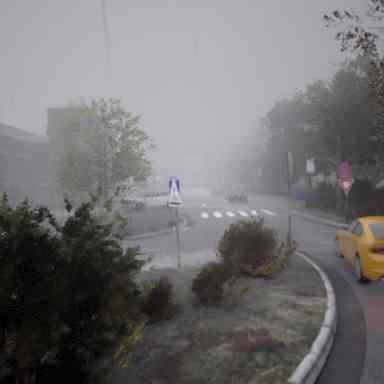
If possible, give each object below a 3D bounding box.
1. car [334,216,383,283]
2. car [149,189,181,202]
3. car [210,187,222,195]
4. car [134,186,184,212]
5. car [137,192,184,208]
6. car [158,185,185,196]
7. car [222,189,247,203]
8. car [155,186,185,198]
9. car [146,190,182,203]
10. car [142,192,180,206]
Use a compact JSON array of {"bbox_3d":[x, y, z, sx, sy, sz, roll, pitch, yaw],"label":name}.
[{"bbox_3d":[5.404,1.420,9.444,1.882,1.535,5.008,-2,0,15],"label":"car"},{"bbox_3d":[-4.345,0.466,53.047,4.553,1.767,2.185,-4,2,-21],"label":"car"},{"bbox_3d":[4.825,-0.304,66.404,2.097,1.767,4.553,-2,1,-1],"label":"car"},{"bbox_3d":[-3.926,0.853,35.015,5.566,2.045,2.435,-4,2,-21],"label":"car"},{"bbox_3d":[-3.865,0.917,41.115,5.366,1.575,1.946,-4,2,-21],"label":"car"},{"bbox_3d":[-4.787,-0.323,77.080,5.566,2.045,2.435,-4,1,-21],"label":"car"},{"bbox_3d":[5.458,0.398,41.396,2.097,1.767,4.553,-2,2,-1],"label":"car"},{"bbox_3d":[-4.598,-0.082,68.068,5.566,2.045,2.435,-4,1,-21],"label":"car"},{"bbox_3d":[-4.234,0.675,50.050,5.008,1.535,2.097,-4,2,-21],"label":"car"},{"bbox_3d":[-4.111,0.886,44.052,4.674,1.452,2.002,-4,2,-21],"label":"car"}]
